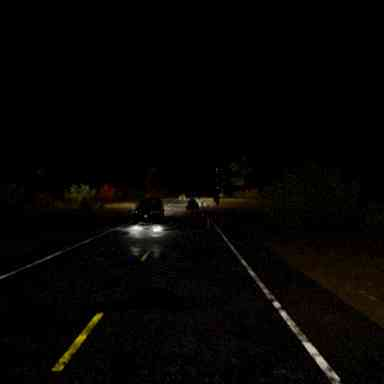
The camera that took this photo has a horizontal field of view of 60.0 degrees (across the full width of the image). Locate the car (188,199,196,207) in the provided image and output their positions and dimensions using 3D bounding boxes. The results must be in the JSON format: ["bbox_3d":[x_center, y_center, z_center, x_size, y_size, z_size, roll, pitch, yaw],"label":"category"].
[{"bbox_3d":[0.016,2.281,71.911,1.837,1.490,4.892,0,0,0],"label":"car"}]

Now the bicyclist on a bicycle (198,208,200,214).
[{"bbox_3d":[0.952,1.795,29.503,0.866,1.612,1.509,0,-1,0],"label":"bicyclist on a bicycle"}]

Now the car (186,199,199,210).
[{"bbox_3d":[0.107,2.221,54.131,1.994,1.385,4.181,0,-1,0],"label":"car"}]

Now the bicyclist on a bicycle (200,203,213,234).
[{"bbox_3d":[0.967,1.615,20.092,0.659,1.776,1.843,0,0,0],"label":"bicyclist on a bicycle"}]

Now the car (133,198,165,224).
[{"bbox_3d":[-3.588,1.574,28.703,2.150,2.045,5.566,0,-1,0],"label":"car"}]
